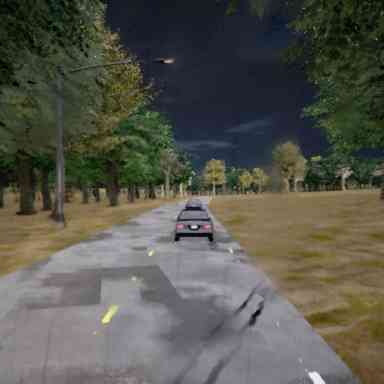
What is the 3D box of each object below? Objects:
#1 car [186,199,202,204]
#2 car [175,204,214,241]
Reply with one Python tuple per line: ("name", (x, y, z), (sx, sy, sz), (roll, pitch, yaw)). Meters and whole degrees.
("car", (0.270, 1.531, 41.182), (1.994, 1.385, 4.181), (0, 0, 1))
("car", (0.095, 1.550, 16.808), (2.033, 1.411, 5.357), (0, 0, 0))
